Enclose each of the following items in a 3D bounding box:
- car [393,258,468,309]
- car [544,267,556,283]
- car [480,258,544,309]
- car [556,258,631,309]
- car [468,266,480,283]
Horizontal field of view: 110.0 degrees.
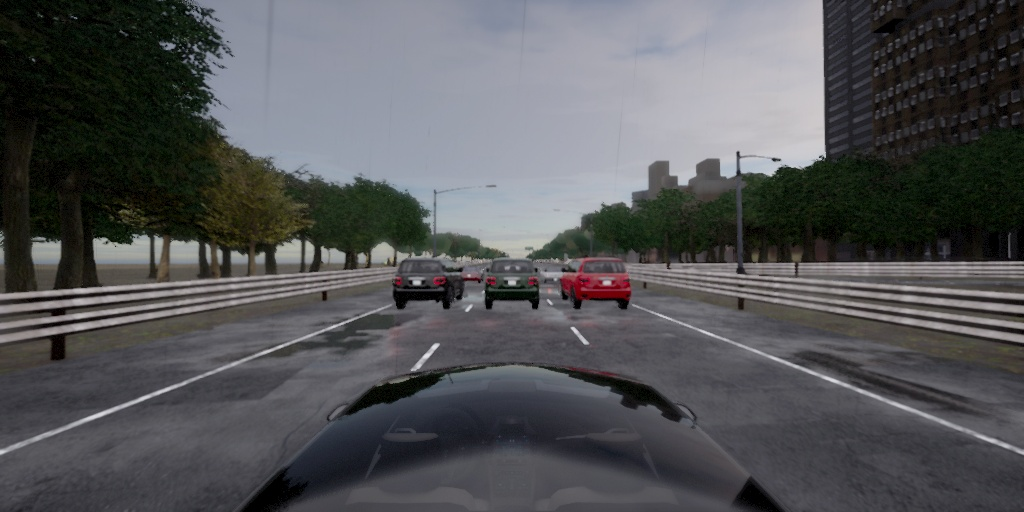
[{"bbox_3d":[-3.496,1.101,15.891,2.150,2.045,5.566,0,0,0],"label":"car"},{"bbox_3d":[3.509,1.623,30.967,1.895,1.301,4.718,0,0,0],"label":"car"},{"bbox_3d":[0.004,1.101,15.863,2.150,2.045,5.566,0,0,0],"label":"car"},{"bbox_3d":[3.504,1.101,15.889,2.150,2.045,5.566,0,0,0],"label":"car"},{"bbox_3d":[-3.487,1.589,31.191,1.994,1.385,4.181,0,0,0],"label":"car"}]
